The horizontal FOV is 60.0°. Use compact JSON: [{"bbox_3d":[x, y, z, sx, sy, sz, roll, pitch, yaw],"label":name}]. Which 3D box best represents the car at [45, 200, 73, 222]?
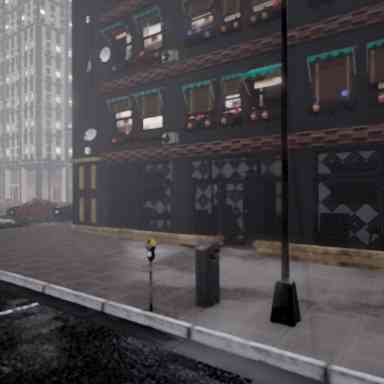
[{"bbox_3d":[-7.405,1.270,22.876,1.947,1.339,4.313,1,1,35],"label":"car"}]

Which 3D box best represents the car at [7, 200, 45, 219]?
[{"bbox_3d":[-12.167,1.291,26.190,1.994,1.385,4.181,0,1,35],"label":"car"}]
